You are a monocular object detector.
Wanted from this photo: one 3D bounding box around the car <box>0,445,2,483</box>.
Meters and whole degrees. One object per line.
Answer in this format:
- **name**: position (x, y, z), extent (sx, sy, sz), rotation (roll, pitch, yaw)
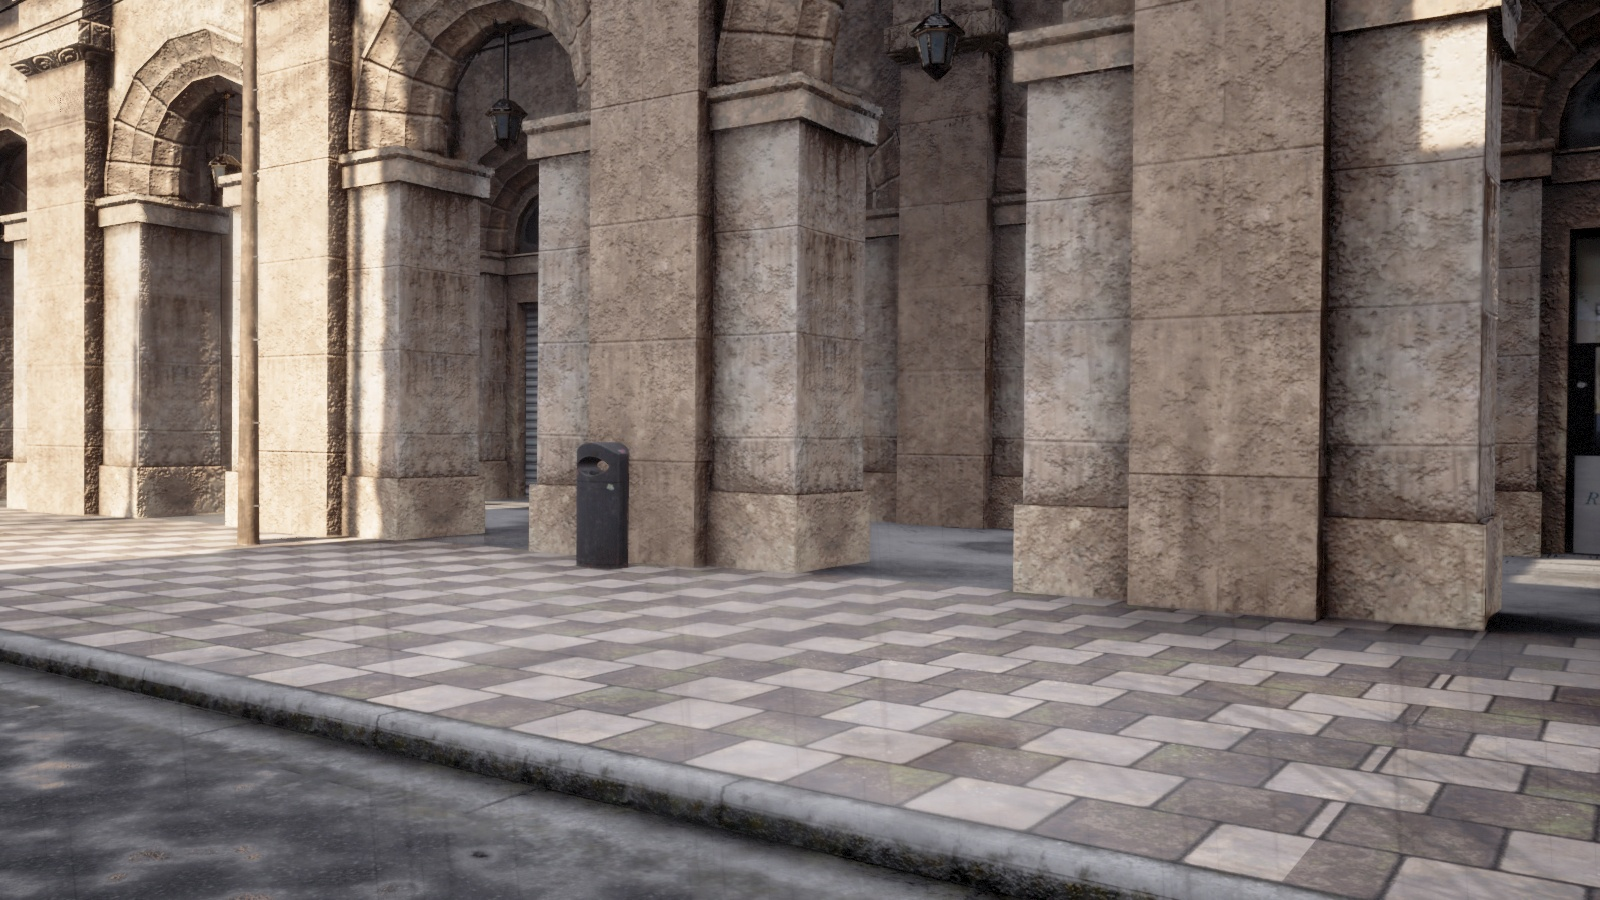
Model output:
- **car**: position (-30.009, 0.524, 42.477), extent (1.895, 1.301, 4.718), rotation (0, 1, 34)
